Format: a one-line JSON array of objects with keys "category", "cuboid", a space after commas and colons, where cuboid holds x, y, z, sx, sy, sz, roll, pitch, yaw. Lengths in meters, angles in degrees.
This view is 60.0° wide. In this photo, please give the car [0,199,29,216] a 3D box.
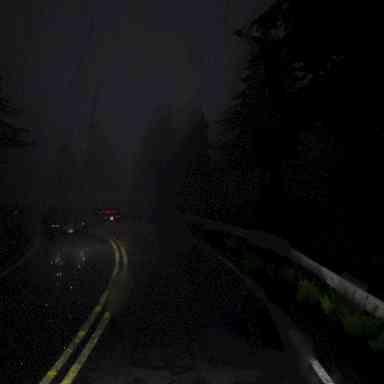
[{"category": "car", "cuboid": [-19.678, 1.903, 35.684, 1.837, 1.490, 4.892, -5, 2, -44]}]

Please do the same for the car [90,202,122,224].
[{"category": "car", "cuboid": [-6.571, 1.473, 23.448, 1.837, 1.490, 4.892, -3, 1, -35]}]

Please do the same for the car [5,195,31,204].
[{"category": "car", "cuboid": [-27.979, 1.527, 52.624, 2.150, 2.045, 5.566, 0, 2, 11]}]

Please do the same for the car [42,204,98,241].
[{"category": "car", "cuboid": [-6.706, 1.553, 17.371, 2.128, 1.511, 4.902, -2, 0, -29]}]
